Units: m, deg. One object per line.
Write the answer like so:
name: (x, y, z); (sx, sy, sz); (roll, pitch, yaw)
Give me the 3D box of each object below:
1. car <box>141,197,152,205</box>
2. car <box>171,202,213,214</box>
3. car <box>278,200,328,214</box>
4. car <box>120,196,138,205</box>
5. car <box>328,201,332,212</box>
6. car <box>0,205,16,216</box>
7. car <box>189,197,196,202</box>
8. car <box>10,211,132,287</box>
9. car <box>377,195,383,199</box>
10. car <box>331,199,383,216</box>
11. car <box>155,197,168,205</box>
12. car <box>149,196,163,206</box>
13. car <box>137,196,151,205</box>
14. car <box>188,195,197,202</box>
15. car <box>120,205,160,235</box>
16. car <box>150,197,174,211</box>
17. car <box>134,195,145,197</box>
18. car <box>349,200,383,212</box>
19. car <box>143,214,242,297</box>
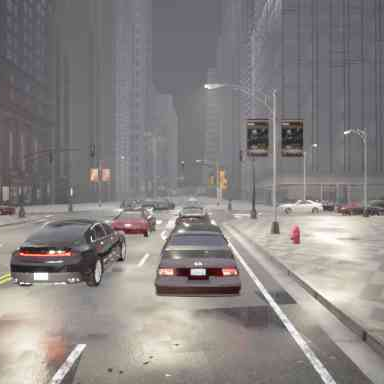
car: (-9.639, 1.905, 71.105); (1.812, 1.442, 4.674); (0, 0, 0)
car: (0.076, 1.543, 18.501); (1.837, 1.490, 4.892); (0, 0, 1)
car: (11.692, 1.601, 35.924); (4.674, 1.442, 1.812); (0, -1, -1)
car: (-9.795, 1.734, 50.739); (1.837, 1.490, 4.892); (0, 0, -2)
car: (15.246, 1.662, 38.732); (4.313, 1.339, 1.947); (0, 0, -1)
car: (-19.822, 1.643, 32.350); (5.008, 1.535, 1.882); (0, -1, -1)
car: (0.143, 2.027, 91.214); (1.882, 1.535, 5.008); (0, 0, 0)
car: (-3.136, 1.516, 9.351); (1.837, 1.490, 4.892); (0, 0, 0)
car: (21.526, 1.264, 36.071); (5.566, 2.045, 2.150); (0, -1, -1)
car: (15.363, 1.577, 30.208); (4.206, 1.307, 1.802); (0, 0, -1)
car: (-6.390, 1.899, 70.206); (2.128, 1.511, 4.902); (0, 0, 0)
car: (-6.476, 1.647, 60.129); (2.097, 1.767, 4.553); (0, 0, 0)
car: (-6.515, 1.777, 50.847); (2.033, 1.411, 5.357); (0, 0, 0)
car: (0.127, 1.685, 80.637); (2.150, 2.045, 5.566); (0, 0, 0)
car: (-3.122, 1.601, 18.251); (1.994, 1.385, 4.181); (0, 0, 0)
car: (-3.548, 1.745, 43.373); (1.994, 1.385, 4.181); (0, 0, 10)
car: (-9.722, 1.522, 60.758); (2.150, 2.045, 5.566); (0, 0, 0)
car: (20.886, 1.643, 38.810); (4.313, 1.339, 1.947); (0, 0, -1)
car: (0.120, 1.557, 8.762); (2.033, 1.411, 5.357); (0, 0, 0)
